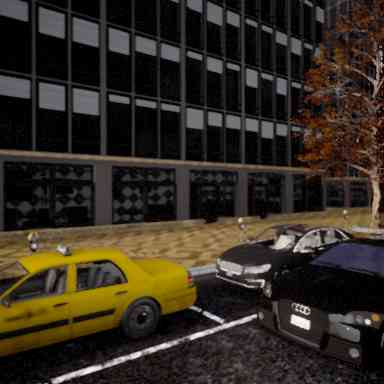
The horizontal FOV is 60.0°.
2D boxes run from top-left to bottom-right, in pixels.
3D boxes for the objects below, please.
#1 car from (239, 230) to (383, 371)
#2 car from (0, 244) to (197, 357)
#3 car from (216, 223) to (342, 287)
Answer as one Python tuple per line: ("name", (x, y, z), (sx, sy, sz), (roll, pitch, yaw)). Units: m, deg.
("car", (3.055, 1.524, 5.559), (4.181, 1.385, 1.994), (-1, 0, -36))
("car", (-2.189, 1.519, 4.995), (4.829, 1.417, 1.752), (0, 0, -36))
("car", (2.584, 1.502, 8.400), (4.403, 1.369, 2.008), (-1, 1, -36))
